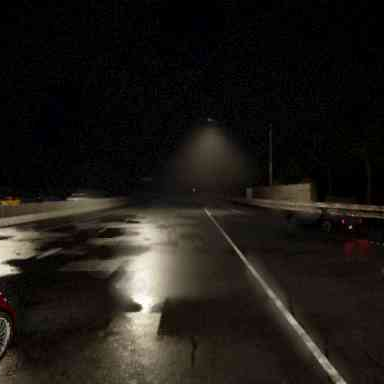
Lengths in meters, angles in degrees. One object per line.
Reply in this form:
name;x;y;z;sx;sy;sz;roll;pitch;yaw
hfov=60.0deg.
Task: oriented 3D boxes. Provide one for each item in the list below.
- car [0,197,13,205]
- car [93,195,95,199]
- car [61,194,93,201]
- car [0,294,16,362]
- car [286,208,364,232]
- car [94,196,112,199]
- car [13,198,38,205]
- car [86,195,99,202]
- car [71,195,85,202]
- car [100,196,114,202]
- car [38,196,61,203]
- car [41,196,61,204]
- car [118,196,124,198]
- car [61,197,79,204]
car;-28.064;1.551;50.647;1.882;1.535;5.008;0;0;0
car;-21.030;1.626;66.835;1.812;1.442;4.674;0;0;0
car;-17.581;1.295;50.985;2.150;2.045;5.566;0;0;0
car;-3.400;1.526;2.762;1.812;1.442;4.674;0;0;0
car;7.955;1.653;20.467;1.895;1.301;4.718;1;0;-23
car;-17.530;1.655;66.847;1.994;1.385;4.181;0;0;0
car;-24.565;1.622;51.019;2.033;1.411;5.357;0;0;1
car;-24.590;1.632;82.610;1.837;1.490;4.892;0;0;0
car;-28.089;1.594;82.283;1.882;1.535;5.008;0;0;0
car;-21.090;1.672;82.600;2.033;1.411;5.357;0;0;0
car;-21.079;1.552;51.014;1.882;1.535;5.008;0;0;0
car;-28.028;1.579;66.473;1.882;1.535;5.008;0;0;0
car;-17.590;1.728;82.575;1.895;1.301;4.718;0;0;0
car;-24.530;1.697;66.809;1.895;1.301;4.718;0;0;0
